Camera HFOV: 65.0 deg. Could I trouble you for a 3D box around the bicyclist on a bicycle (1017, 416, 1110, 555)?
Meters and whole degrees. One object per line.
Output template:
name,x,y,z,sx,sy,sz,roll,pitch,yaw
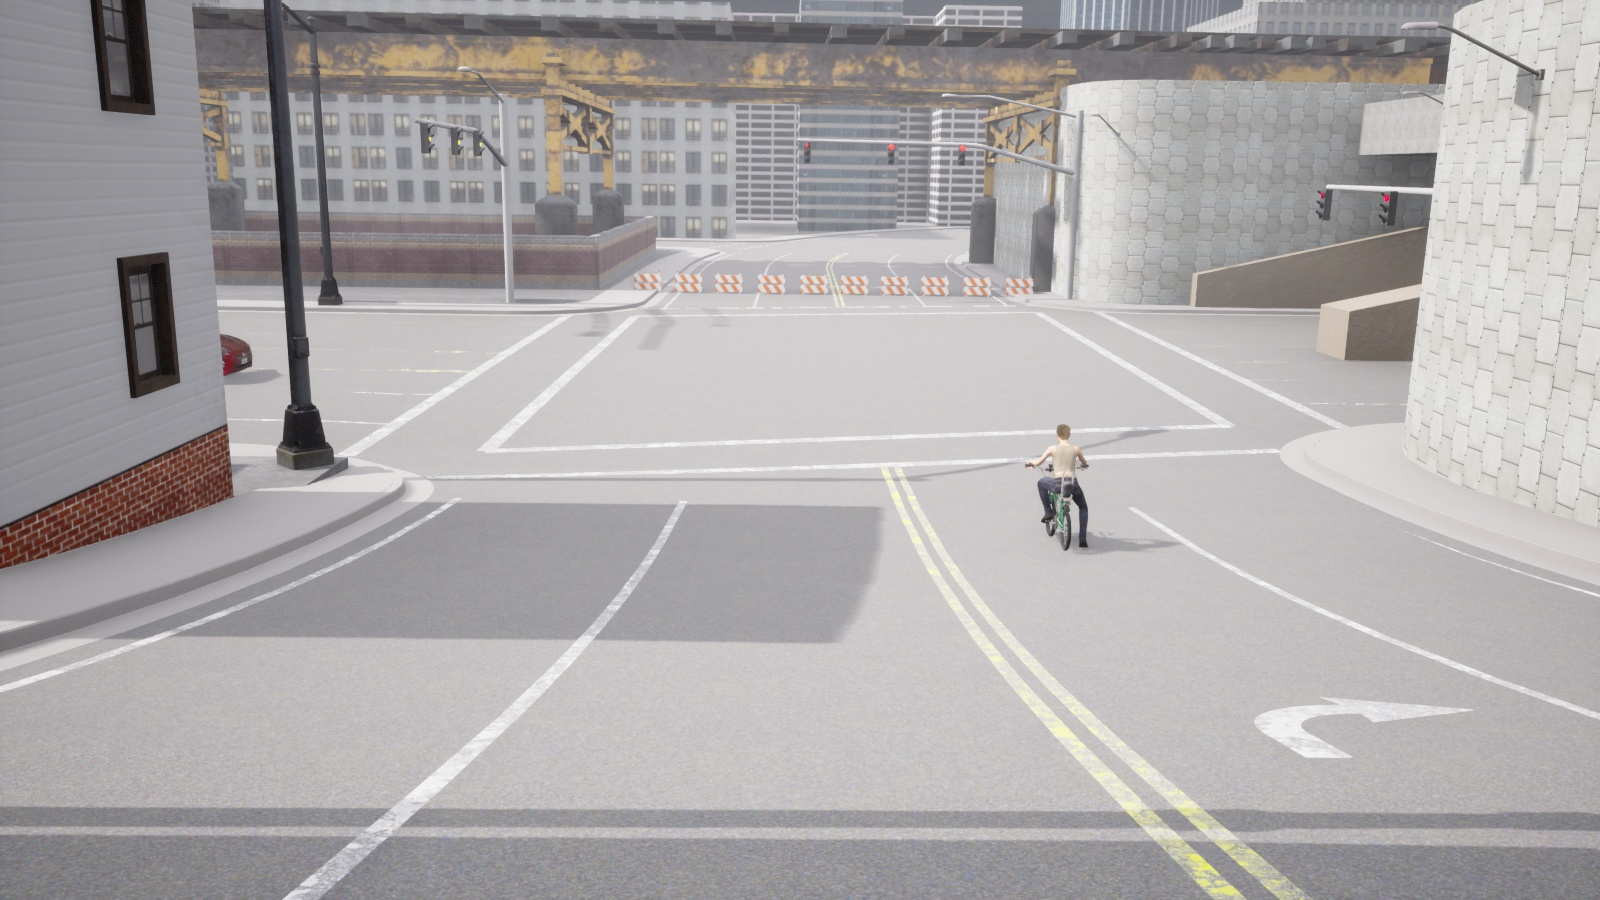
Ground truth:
bicyclist on a bicycle,3.449,0.432,16.595,0.866,1.612,1.509,0,7,0

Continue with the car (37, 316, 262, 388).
car,-16.289,-2.487,31.641,4.514,1.525,2.007,0,12,0
